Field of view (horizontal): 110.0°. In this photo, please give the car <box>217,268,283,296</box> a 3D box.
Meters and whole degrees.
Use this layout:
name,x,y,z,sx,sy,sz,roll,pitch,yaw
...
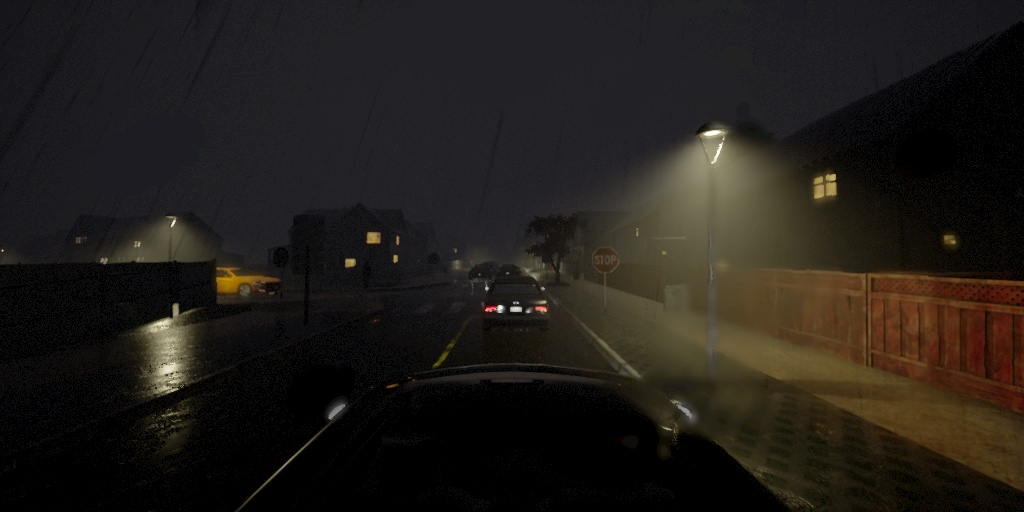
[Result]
name,x,y,z,sx,sy,sz,roll,pitch,yaw
car,-14.890,1.422,19.135,5.008,1.535,1.882,-1,-3,6

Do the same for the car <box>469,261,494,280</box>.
name,x,y,z,sx,sy,sz,roll,pitch,yaw
car,-2.872,1.466,33.494,1.994,1.385,4.181,0,0,-1

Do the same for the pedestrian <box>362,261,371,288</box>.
name,x,y,z,sx,sy,sz,roll,pitch,yaw
pedestrian,-9.924,1.276,24.401,0.375,1.860,0.375,0,-2,5

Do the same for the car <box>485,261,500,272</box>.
name,x,y,z,sx,sy,sz,roll,pitch,yaw
car,-2.868,1.516,53.322,1.882,1.535,5.008,0,0,0

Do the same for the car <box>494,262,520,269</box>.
name,x,y,z,sx,sy,sz,roll,pitch,yaw
car,-0.209,1.462,32.865,1.994,1.385,4.181,0,0,4

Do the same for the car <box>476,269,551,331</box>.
name,x,y,z,sx,sy,sz,roll,pitch,yaw
car,0.094,1.326,11.143,2.033,1.411,5.357,0,0,0
